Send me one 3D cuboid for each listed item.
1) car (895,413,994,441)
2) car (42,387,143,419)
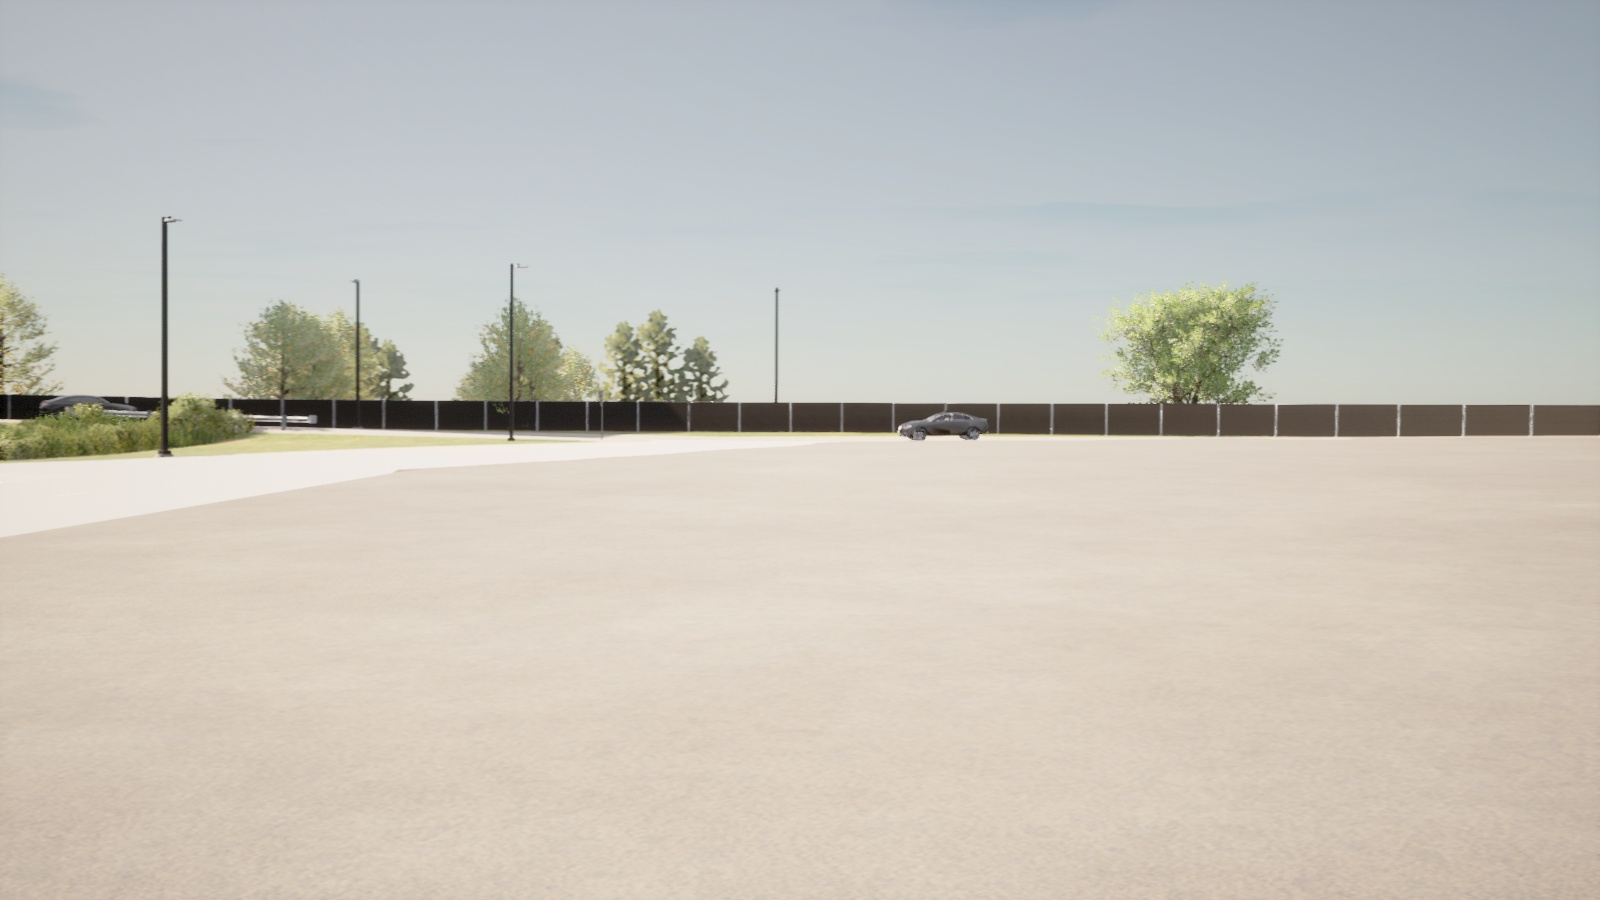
[{"bbox_3d":[7.730,-1.221,67.282,4.902,1.511,2.128,0,1,-7],"label":"car"},{"bbox_3d":[-38.054,-2.502,67.595,4.674,1.442,1.812,2,0,-30],"label":"car"}]
